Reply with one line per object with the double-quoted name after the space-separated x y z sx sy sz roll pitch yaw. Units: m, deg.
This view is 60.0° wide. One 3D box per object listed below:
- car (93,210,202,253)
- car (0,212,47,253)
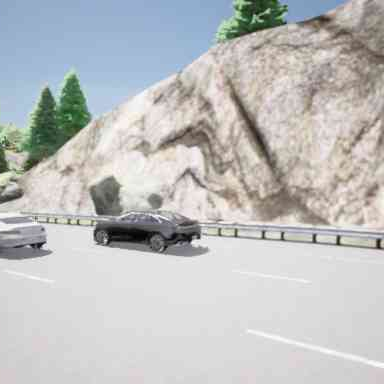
-1.941 1.472 13.536 4.902 1.511 2.128 0 0 33 "car"
-7.577 1.517 12.947 4.674 1.442 1.812 0 0 32 "car"
